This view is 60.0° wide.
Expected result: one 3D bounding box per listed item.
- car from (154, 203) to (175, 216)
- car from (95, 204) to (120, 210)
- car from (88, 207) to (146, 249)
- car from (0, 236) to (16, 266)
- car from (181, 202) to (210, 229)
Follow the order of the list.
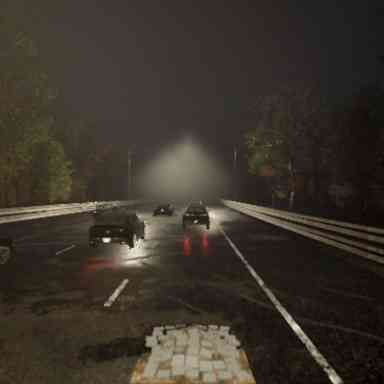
[{"bbox_3d":[-3.007,1.889,36.286,1.994,1.385,4.181,0,0,1],"label":"car"},{"bbox_3d":[-6.651,1.739,26.945,2.128,1.511,4.902,0,-1,0],"label":"car"},{"bbox_3d":[-3.320,1.648,15.437,1.837,1.490,4.892,0,0,0],"label":"car"},{"bbox_3d":[-6.868,1.685,9.059,1.895,1.301,4.718,0,-1,0],"label":"car"},{"bbox_3d":[0.275,1.709,23.761,2.128,1.511,4.902,0,0,1],"label":"car"}]
